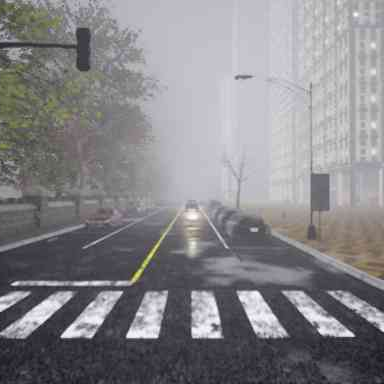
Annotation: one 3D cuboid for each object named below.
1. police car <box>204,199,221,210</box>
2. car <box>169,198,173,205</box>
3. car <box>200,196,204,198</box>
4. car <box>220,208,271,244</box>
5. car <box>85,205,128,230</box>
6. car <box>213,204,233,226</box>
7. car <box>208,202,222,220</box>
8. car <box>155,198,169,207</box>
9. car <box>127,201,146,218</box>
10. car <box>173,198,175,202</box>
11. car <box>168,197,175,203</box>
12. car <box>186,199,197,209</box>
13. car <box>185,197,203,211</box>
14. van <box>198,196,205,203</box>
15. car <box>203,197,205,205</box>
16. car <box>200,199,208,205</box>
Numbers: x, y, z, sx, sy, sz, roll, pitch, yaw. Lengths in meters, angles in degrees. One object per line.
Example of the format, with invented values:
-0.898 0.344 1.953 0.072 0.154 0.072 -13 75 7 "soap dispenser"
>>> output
3.076 1.750 44.790 1.930 1.638 5.238 0 0 0 "police car"
-5.784 2.092 72.679 1.887 1.381 4.507 0 0 0 "car"
2.604 2.052 67.057 2.008 1.369 4.403 0 0 0 "car"
2.670 1.681 16.368 1.947 1.339 4.313 0 0 0 "car"
-5.718 1.737 21.989 1.802 1.307 4.206 0 0 0 "car"
2.663 1.721 22.000 1.947 1.339 4.313 0 0 0 "car"
2.655 1.762 27.633 1.947 1.339 4.313 0 0 0 "car"
-5.770 2.001 61.414 1.887 1.381 4.507 0 0 0 "car"
-5.732 1.678 33.255 1.967 1.590 4.097 0 0 0 "car"
-5.799 2.187 83.942 1.887 1.381 4.507 0 0 0 "car"
-5.814 2.265 95.037 1.752 1.417 4.829 0 0 0 "car"
-0.073 1.909 54.901 1.837 1.490 4.892 0 0 0 "car"
-0.015 1.825 45.884 2.128 1.511 4.902 0 0 0 "car"
2.574 2.032 89.588 1.690 1.788 3.998 0 -1 0 "van"
3.082 1.904 51.679 1.812 1.442 4.674 0 0 0 "car"
2.596 2.129 72.689 1.802 1.307 4.206 0 0 0 "car"
